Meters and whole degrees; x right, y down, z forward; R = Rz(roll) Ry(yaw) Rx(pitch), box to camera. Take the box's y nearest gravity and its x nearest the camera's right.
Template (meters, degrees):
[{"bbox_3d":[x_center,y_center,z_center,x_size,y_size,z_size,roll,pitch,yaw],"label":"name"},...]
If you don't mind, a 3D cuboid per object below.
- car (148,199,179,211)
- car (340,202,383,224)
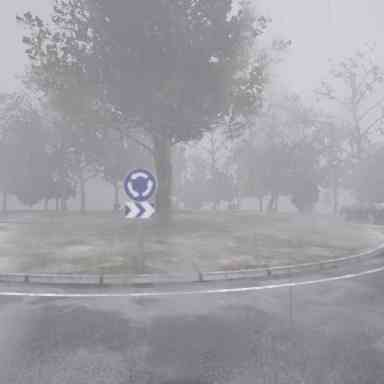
[{"bbox_3d":[-3.887,1.476,36.676,5.008,1.535,1.882,0,0,-2],"label":"car"},{"bbox_3d":[13.161,1.476,24.793,1.882,1.535,5.008,0,0,-11],"label":"car"}]
